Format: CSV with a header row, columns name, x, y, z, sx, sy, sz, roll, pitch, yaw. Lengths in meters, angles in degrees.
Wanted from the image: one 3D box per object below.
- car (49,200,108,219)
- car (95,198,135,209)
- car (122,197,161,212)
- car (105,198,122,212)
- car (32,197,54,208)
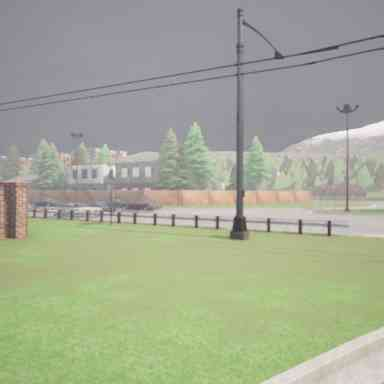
name,x,y,z,sx,sy,sz,roll,pitch,yaw
car,-10.164,1.629,29.652,4.718,1.301,1.895,0,0,29
car,-10.782,1.605,46.309,5.357,1.411,2.033,0,0,25
car,-5.851,1.409,39.270,4.553,1.767,2.097,0,0,29
car,-9.489,1.601,33.283,4.181,1.385,1.994,0,0,29
car,-20.891,1.541,47.660,4.892,1.490,1.837,0,0,29
